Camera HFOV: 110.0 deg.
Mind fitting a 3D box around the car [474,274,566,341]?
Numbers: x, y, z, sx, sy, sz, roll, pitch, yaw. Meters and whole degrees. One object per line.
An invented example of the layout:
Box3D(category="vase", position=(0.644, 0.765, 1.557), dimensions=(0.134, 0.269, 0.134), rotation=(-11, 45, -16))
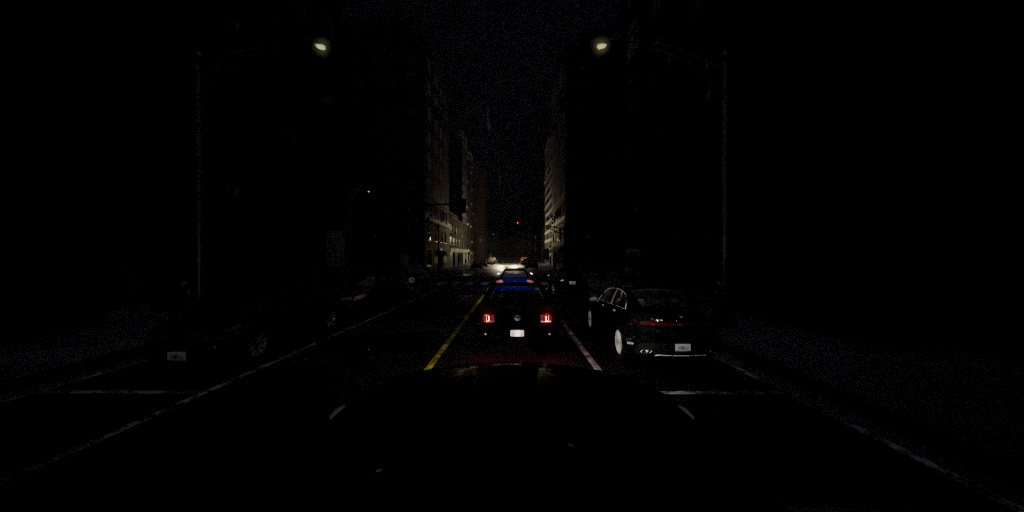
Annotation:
Box3D(category="car", position=(0.120, 1.351, 9.823), dimensions=(1.895, 1.301, 4.718), rotation=(0, 0, 0))

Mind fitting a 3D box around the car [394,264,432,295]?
Box3D(category="car", position=(-5.614, 1.190, 19.227), dimensions=(1.967, 1.591, 4.097), rotation=(0, 0, 0))

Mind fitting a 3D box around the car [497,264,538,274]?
Box3D(category="car", position=(0.149, 1.315, 18.582), dimensions=(1.994, 1.385, 4.181), rotation=(0, 0, 1))

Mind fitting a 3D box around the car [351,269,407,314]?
Box3D(category="car", position=(-5.632, 1.332, 13.726), dimensions=(1.802, 1.307, 4.207), rotation=(0, 0, 0))

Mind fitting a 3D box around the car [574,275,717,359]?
Box3D(category="car", position=(2.876, 1.300, 8.198), dimensions=(2.007, 1.370, 4.403), rotation=(0, 0, 0))

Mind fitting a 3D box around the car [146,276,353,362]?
Box3D(category="car", position=(-5.649, 1.315, 8.225), dimensions=(1.948, 1.339, 4.313), rotation=(0, 0, 0))

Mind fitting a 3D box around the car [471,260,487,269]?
Box3D(category="car", position=(-5.462, 1.368, 56.329), dimensions=(1.802, 1.307, 4.207), rotation=(0, 0, 0))

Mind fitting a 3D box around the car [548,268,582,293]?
Box3D(category="car", position=(2.911, 1.316, 19.200), dimensions=(1.948, 1.339, 4.313), rotation=(0, 0, 0))

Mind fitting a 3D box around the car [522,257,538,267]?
Box3D(category="car", position=(3.063, 1.226, 56.289), dimensions=(1.967, 1.591, 4.097), rotation=(0, 0, 0))
